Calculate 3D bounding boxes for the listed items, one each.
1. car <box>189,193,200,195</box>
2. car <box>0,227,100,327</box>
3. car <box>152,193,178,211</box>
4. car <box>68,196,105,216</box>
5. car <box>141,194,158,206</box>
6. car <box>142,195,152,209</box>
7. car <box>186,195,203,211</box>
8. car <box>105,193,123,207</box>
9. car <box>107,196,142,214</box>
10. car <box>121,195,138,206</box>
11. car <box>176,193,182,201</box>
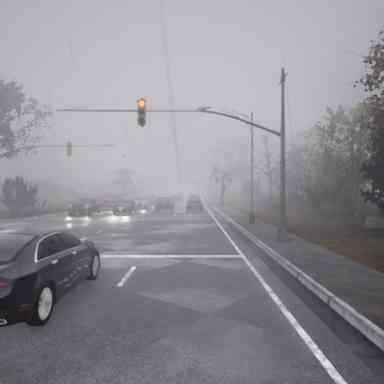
[{"bbox_3d":[0.479,0.895,65.304,1.882,1.535,5.008,0,3,0],"label":"car"},{"bbox_3d":[-3.377,1.502,7.034,1.837,1.490,4.892,0,0,0],"label":"car"},{"bbox_3d":[-3.185,1.337,39.917,2.097,1.767,4.553,0,0,0],"label":"car"},{"bbox_3d":[-10.428,1.340,32.598,2.097,1.767,4.553,0,0,0],"label":"car"},{"bbox_3d":[-6.778,1.262,53.749,2.097,1.767,4.553,0,1,1],"label":"car"},{"bbox_3d":[-6.849,1.336,43.825,2.097,1.767,4.553,0,0,0],"label":"car"},{"bbox_3d":[0.318,1.476,40.470,2.128,1.511,4.902,0,0,0],"label":"car"},{"bbox_3d":[-10.348,1.205,43.233,2.150,2.045,5.566,0,0,3],"label":"car"},{"bbox_3d":[-6.916,1.479,34.723,2.128,1.511,4.902,0,0,0],"label":"car"},{"bbox_3d":[-10.271,1.362,54.803,1.882,1.535,5.008,0,1,1],"label":"car"},{"bbox_3d":[-3.022,0.906,65.117,1.882,1.535,5.008,0,3,0],"label":"car"}]
